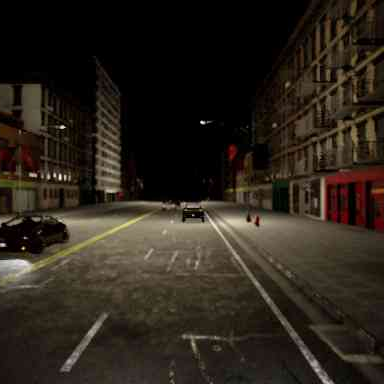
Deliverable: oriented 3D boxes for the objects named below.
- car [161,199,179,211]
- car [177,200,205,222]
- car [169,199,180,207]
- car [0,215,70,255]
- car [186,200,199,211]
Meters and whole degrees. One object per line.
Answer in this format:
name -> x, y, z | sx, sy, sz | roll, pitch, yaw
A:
car -> -3.160, 1.924, 46.589 | 1.895, 1.301, 4.718 | 0, 0, 0
car -> 0.096, 1.688, 28.718 | 2.128, 1.511, 4.902 | 0, -1, 0
car -> -3.264, 2.003, 63.017 | 1.994, 1.385, 4.181 | 0, 0, 0
car -> -6.603, 1.656, 13.583 | 1.994, 1.385, 4.181 | 0, 0, 0
car -> 0.093, 1.854, 47.367 | 1.812, 1.442, 4.674 | 0, 0, 0
